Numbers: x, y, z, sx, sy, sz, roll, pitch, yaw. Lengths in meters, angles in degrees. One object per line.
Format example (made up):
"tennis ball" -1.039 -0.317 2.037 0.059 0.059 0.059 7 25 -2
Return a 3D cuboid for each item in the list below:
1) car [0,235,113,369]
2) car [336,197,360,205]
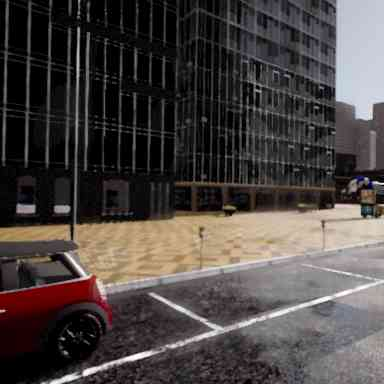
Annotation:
"car" -3.224 1.438 4.250 4.097 1.590 1.967 1 0 -36
"car" 37.856 2.122 79.313 2.192 1.841 5.009 1 -1 -35
